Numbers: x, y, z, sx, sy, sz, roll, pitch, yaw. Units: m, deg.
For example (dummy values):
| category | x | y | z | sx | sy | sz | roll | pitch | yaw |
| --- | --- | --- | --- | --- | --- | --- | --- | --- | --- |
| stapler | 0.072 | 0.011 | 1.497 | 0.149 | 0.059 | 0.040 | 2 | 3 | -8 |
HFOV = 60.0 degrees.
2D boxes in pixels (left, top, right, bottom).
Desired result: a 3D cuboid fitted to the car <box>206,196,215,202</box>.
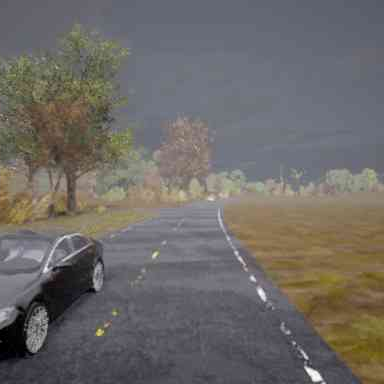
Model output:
| category | x | y | z | sx | sy | sz | roll | pitch | yaw |
| --- | --- | --- | --- | --- | --- | --- | --- | --- | --- |
| car | 4.834 | 1.793 | 87.032 | 1.812 | 1.442 | 4.674 | 0 | 0 | 10 |

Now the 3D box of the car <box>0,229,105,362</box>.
| category | x | y | z | sx | sy | sz | roll | pitch | yaw |
| --- | --- | --- | --- | --- | --- | --- | --- | --- | --- |
| car | -3.028 | 1.507 | 6.129 | 2.128 | 1.511 | 4.902 | 0 | 0 | 1 |
